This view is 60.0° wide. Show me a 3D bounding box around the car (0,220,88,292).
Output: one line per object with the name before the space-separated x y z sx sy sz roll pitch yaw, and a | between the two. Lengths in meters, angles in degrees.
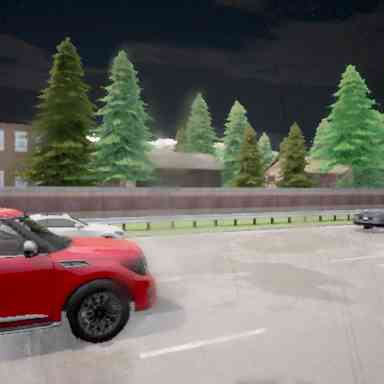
car | -5.446 1.545 8.061 5.357 1.411 2.033 0 0 -24

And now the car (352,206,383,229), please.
car | 12.059 1.528 19.771 5.357 1.411 2.033 0 0 -24

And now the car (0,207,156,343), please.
car | -3.379 1.219 5.152 5.566 2.045 2.150 0 0 -24

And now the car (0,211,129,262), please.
car | -4.843 1.520 12.168 4.674 1.442 1.812 0 0 -24
